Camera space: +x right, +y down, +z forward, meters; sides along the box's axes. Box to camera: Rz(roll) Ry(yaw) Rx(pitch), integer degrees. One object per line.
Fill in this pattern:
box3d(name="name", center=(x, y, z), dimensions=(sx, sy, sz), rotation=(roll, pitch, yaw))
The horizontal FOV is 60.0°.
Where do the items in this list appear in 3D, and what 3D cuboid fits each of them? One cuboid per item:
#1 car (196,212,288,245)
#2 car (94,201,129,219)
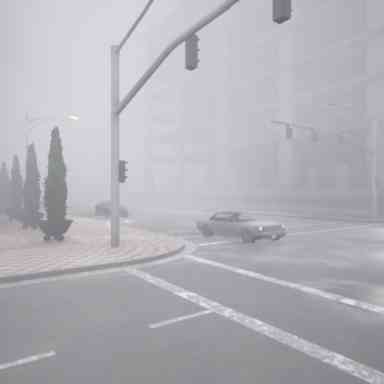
box3d(name="car", center=(2.248, 1.635, 16.104), dimensions=(1.895, 1.301, 4.718), rotation=(0, -1, -35))
box3d(name="car", center=(-7.253, 1.552, 29.689), dimensions=(1.837, 1.490, 4.892), rotation=(0, 0, -35))
